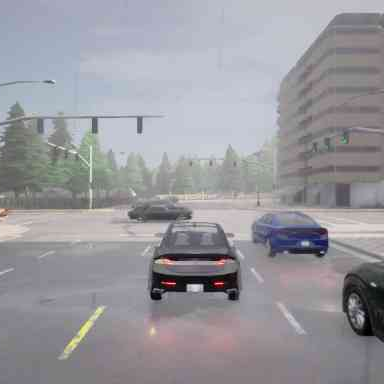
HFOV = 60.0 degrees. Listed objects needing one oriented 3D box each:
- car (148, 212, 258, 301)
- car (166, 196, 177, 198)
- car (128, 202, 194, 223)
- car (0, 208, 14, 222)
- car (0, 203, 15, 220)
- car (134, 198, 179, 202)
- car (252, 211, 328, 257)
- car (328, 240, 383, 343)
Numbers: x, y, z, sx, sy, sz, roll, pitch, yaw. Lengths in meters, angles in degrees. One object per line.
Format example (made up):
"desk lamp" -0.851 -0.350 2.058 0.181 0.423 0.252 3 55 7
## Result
"car" 0.068 1.492 8.335 2.128 1.511 4.902 0 0 0
"car" -4.216 1.505 66.285 1.837 1.490 4.892 0 0 20
"car" -2.259 1.612 24.747 4.718 1.301 1.895 0 0 0
"car" -16.166 1.408 24.666 4.553 1.767 2.097 0 0 0
"car" -17.812 1.656 28.159 4.718 1.301 1.895 0 0 0
"car" -2.325 1.500 28.246 5.008 1.535 1.882 0 0 0
"car" 3.586 1.478 12.980 1.882 1.535 5.008 0 0 0
"car" 3.600 1.352 3.829 2.097 1.767 4.553 0 0 0
